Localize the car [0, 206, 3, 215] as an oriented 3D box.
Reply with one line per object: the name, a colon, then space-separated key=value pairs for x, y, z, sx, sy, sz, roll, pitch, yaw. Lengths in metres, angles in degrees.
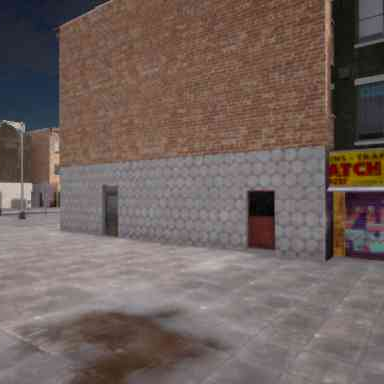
car: x=-18.100 y=1.557 z=27.536 sx=2.008 sy=1.369 sz=4.403 roll=0 pitch=0 yaw=35
